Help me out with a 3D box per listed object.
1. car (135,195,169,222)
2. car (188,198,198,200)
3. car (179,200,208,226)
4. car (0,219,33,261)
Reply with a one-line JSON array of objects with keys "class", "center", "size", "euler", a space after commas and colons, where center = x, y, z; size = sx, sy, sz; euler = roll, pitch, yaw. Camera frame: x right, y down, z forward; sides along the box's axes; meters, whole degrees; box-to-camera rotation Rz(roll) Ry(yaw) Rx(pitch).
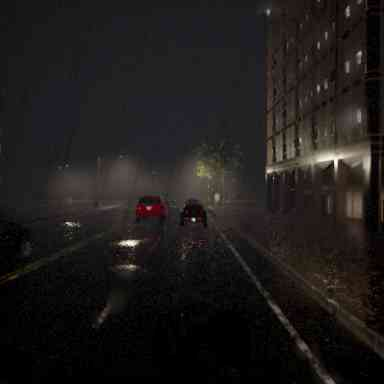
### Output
[{"class": "car", "center": [-3.142, 1.287, 26.748], "size": [2.150, 2.045, 5.566], "euler": [0, 0, 0]}, {"class": "car", "center": [0.113, 1.570, 44.505], "size": [1.882, 1.535, 5.008], "euler": [0, 0, 0]}, {"class": "car", "center": [0.107, 1.562, 23.987], "size": [1.837, 1.490, 4.892], "euler": [0, 0, 0]}, {"class": "car", "center": [-6.537, 1.551, 10.040], "size": [1.812, 1.442, 4.674], "euler": [0, 0, 1]}]
